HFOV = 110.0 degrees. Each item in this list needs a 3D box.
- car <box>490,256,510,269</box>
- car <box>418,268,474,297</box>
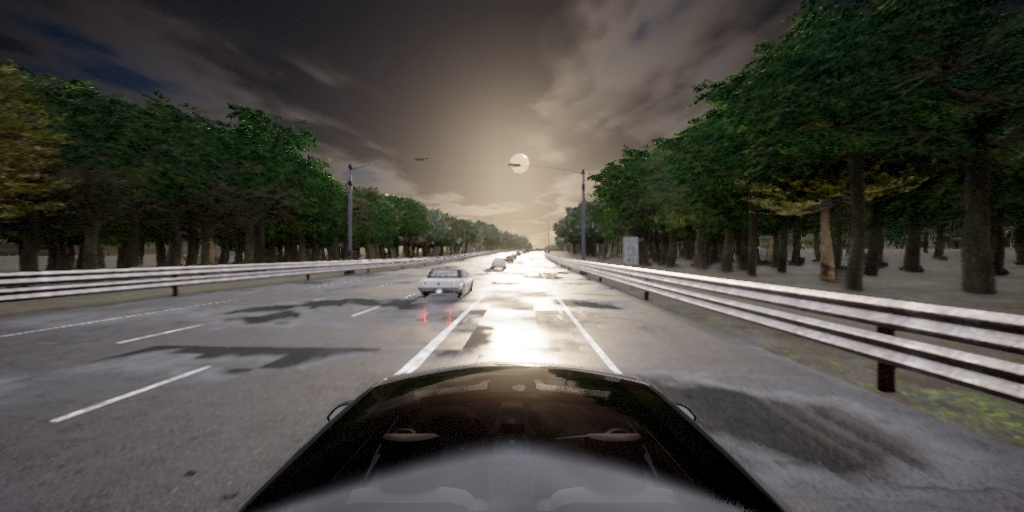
[{"bbox_3d":[-1.709,0.987,47.759,1.812,1.442,4.674,0,0,3],"label":"car"},{"bbox_3d":[-3.081,1.245,17.858,1.895,1.301,4.718,0,0,3],"label":"car"}]
